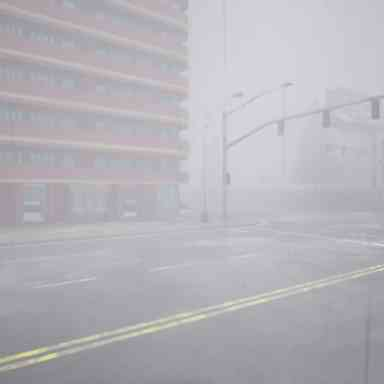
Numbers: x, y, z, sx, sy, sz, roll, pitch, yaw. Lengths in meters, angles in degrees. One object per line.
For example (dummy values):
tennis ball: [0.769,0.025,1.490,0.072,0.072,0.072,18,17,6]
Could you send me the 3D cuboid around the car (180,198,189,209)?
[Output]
car: [-2.265,1.366,41.322,1.837,1.490,4.892,0,0,-35]
